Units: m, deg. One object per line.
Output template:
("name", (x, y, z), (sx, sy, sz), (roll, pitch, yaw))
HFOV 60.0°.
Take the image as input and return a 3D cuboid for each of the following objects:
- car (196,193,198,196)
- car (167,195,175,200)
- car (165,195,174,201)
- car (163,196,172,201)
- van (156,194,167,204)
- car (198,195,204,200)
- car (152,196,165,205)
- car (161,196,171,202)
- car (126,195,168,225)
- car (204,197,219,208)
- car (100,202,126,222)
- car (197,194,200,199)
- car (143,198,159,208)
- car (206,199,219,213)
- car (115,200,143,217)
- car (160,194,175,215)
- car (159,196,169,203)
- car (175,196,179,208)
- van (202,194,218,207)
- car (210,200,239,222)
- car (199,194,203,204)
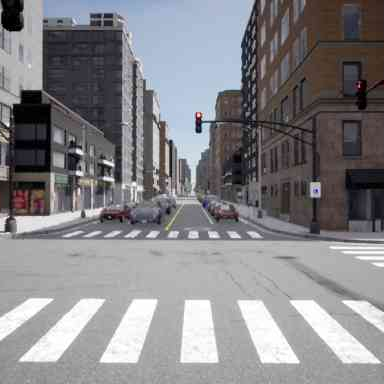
("car", (2.539, 1.349, 82.754), (2.192, 1.841, 5.009), (1, 0, 0))
("car", (-6.007, 1.585, 94.089), (1.887, 1.381, 4.507), (1, 0, 0))
("car", (-5.998, 1.603, 88.417), (1.947, 1.339, 4.313), (1, 0, 0))
("car", (-5.989, 1.600, 82.744), (1.947, 1.339, 4.313), (1, 0, 0))
("van", (-5.958, 1.365, 65.725), (1.690, 1.788, 3.998), (1, 0, 0))
("car", (2.519, 1.565, 94.271), (1.752, 1.417, 4.829), (1, 0, 0))
("car", (-5.949, 1.461, 60.052), (1.967, 1.590, 4.097), (1, 0, 0))
("car", (-5.979, 1.582, 77.071), (2.008, 1.369, 4.403), (1, 0, 0))
("car", (-3.137, 1.358, 24.112), (2.097, 1.767, 4.553), (0, 0, 0))
("car", (2.613, 1.591, 37.367), (1.802, 1.307, 4.206), (1, 0, 0))
("car", (-5.893, 1.551, 26.015), (1.887, 1.381, 4.507), (1, 0, 0))
("car", (2.556, 1.593, 71.407), (1.947, 1.339, 4.313), (1, 0, 0))
("car", (-5.931, 1.596, 48.707), (1.802, 1.307, 4.206), (1, 0, 0))
("car", (2.623, 1.589, 31.694), (1.802, 1.307, 4.206), (1, 0, 0))
("car", (-5.902, 1.552, 31.688), (1.887, 1.381, 4.507), (1, 0, 0))
("car", (-3.154, 1.360, 33.932), (2.097, 1.767, 4.553), (0, 0, 0))
("car", (-5.969, 1.609, 71.398), (1.802, 1.307, 4.206), (1, 0, 0))
("car", (-3.157, 1.577, 44.889), (1.994, 1.385, 4.181), (0, 0, 1))
("van", (2.606, 1.353, 43.041), (1.690, 1.788, 3.998), (1, 0, 0))
("car", (2.633, 1.588, 26.020), (1.802, 1.307, 4.206), (1, 0, 0))
("car", (2.597, 1.329, 48.714), (2.192, 1.841, 5.009), (1, 0, 0))
